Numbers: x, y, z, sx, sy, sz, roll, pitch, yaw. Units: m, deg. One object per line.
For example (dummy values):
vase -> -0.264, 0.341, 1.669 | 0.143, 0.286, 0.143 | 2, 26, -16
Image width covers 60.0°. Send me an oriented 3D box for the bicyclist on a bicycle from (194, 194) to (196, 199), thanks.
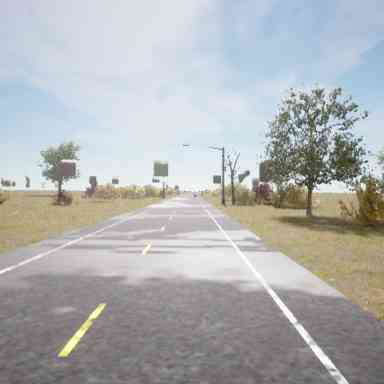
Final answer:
bicyclist on a bicycle -> 0.970, 1.373, 95.334 | 0.582, 1.620, 1.656 | 1, 0, 0
